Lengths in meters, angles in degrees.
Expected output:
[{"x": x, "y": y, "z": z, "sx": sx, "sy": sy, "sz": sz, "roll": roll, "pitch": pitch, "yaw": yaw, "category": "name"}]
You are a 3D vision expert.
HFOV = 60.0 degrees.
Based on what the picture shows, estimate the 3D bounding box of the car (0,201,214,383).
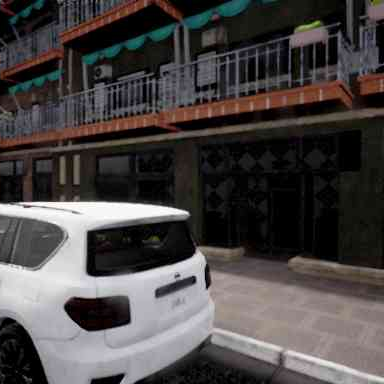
[{"x": -2.325, "y": 1.140, "z": 4.924, "sx": 5.566, "sy": 2.045, "sz": 2.150, "roll": 1, "pitch": 1, "yaw": 36, "category": "car"}]
